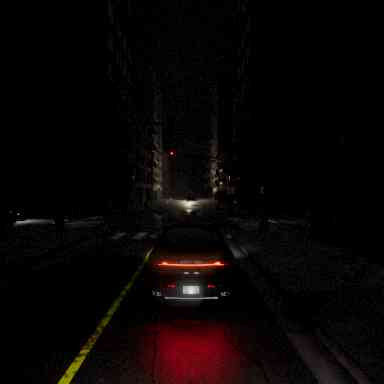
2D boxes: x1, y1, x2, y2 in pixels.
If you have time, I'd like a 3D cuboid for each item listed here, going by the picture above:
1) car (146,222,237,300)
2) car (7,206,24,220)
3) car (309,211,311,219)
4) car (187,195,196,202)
[{"bbox_3d":[-0.016,1.507,8.371,1.837,1.490,4.892,0,0,0],"label":"car"},{"bbox_3d":[-14.545,1.397,24.057,4.181,1.385,1.994,1,0,-1],"label":"car"},{"bbox_3d":[12.301,1.724,27.523,5.008,1.535,1.882,1,0,-1],"label":"car"},{"bbox_3d":[-0.166,1.497,82.423,2.097,1.767,4.553,0,0,0],"label":"car"}]
